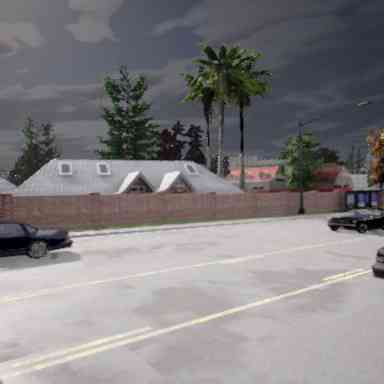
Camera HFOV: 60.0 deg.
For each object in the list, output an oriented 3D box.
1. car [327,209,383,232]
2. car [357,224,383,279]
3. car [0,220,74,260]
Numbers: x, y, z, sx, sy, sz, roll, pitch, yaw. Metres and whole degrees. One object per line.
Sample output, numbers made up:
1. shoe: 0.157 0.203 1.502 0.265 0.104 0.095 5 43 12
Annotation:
1. car: 10.330 1.751 20.352 4.718 1.301 1.895 0 -1 -37
2. car: 6.756 1.597 8.717 5.357 1.411 2.033 0 -1 -37
3. car: -7.099 1.728 11.809 5.357 1.411 2.033 0 -1 -36
